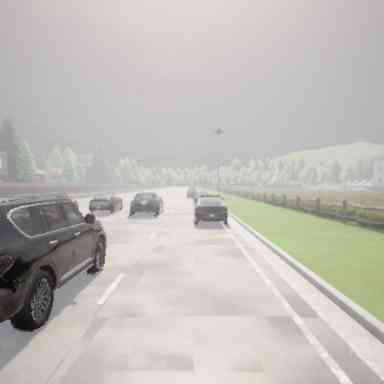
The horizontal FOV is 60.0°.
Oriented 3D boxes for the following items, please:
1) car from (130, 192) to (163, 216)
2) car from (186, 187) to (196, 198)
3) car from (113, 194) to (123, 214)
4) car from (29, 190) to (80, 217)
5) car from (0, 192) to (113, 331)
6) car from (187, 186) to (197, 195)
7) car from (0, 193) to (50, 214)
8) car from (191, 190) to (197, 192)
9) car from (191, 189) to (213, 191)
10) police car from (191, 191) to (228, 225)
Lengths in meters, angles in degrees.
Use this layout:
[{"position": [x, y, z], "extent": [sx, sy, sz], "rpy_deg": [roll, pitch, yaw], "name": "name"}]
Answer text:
[{"position": [-3.392, 0.793, 25.560], "extent": [2.097, 1.767, 4.553], "rpy_deg": [0, 1, 0], "name": "car"}, {"position": [0.017, 0.268, 56.221], "extent": [2.128, 1.511, 4.902], "rpy_deg": [0, 1, 0], "name": "car"}, {"position": [-6.891, 0.903, 26.999], "extent": [2.128, 1.511, 4.902], "rpy_deg": [0, 1, 0], "name": "car"}, {"position": [-10.391, 0.793, 25.570], "extent": [2.097, 1.767, 4.553], "rpy_deg": [0, 1, 0], "name": "car"}, {"position": [-3.398, 1.074, 6.715], "extent": [2.150, 2.045, 5.566], "rpy_deg": [0, 1, 0], "name": "car"}, {"position": [0.022, -0.354, 71.181], "extent": [2.097, 1.767, 4.553], "rpy_deg": [0, 1, 0], "name": "car"}, {"position": [-13.891, 0.913, 28.045], "extent": [1.812, 1.442, 4.674], "rpy_deg": [0, 1, 0], "name": "car"}, {"position": [1.059, 0.851, 29.996], "extent": [1.837, 1.490, 4.892], "rpy_deg": [0, 1, 0], "name": "car"}, {"position": [1.061, 0.720, 35.994], "extent": [1.837, 1.490, 4.892], "rpy_deg": [0, 1, 0], "name": "car"}, {"position": [1.056, 0.986, 20.106], "extent": [1.930, 1.638, 5.238], "rpy_deg": [0, 1, 0], "name": "police car"}]
